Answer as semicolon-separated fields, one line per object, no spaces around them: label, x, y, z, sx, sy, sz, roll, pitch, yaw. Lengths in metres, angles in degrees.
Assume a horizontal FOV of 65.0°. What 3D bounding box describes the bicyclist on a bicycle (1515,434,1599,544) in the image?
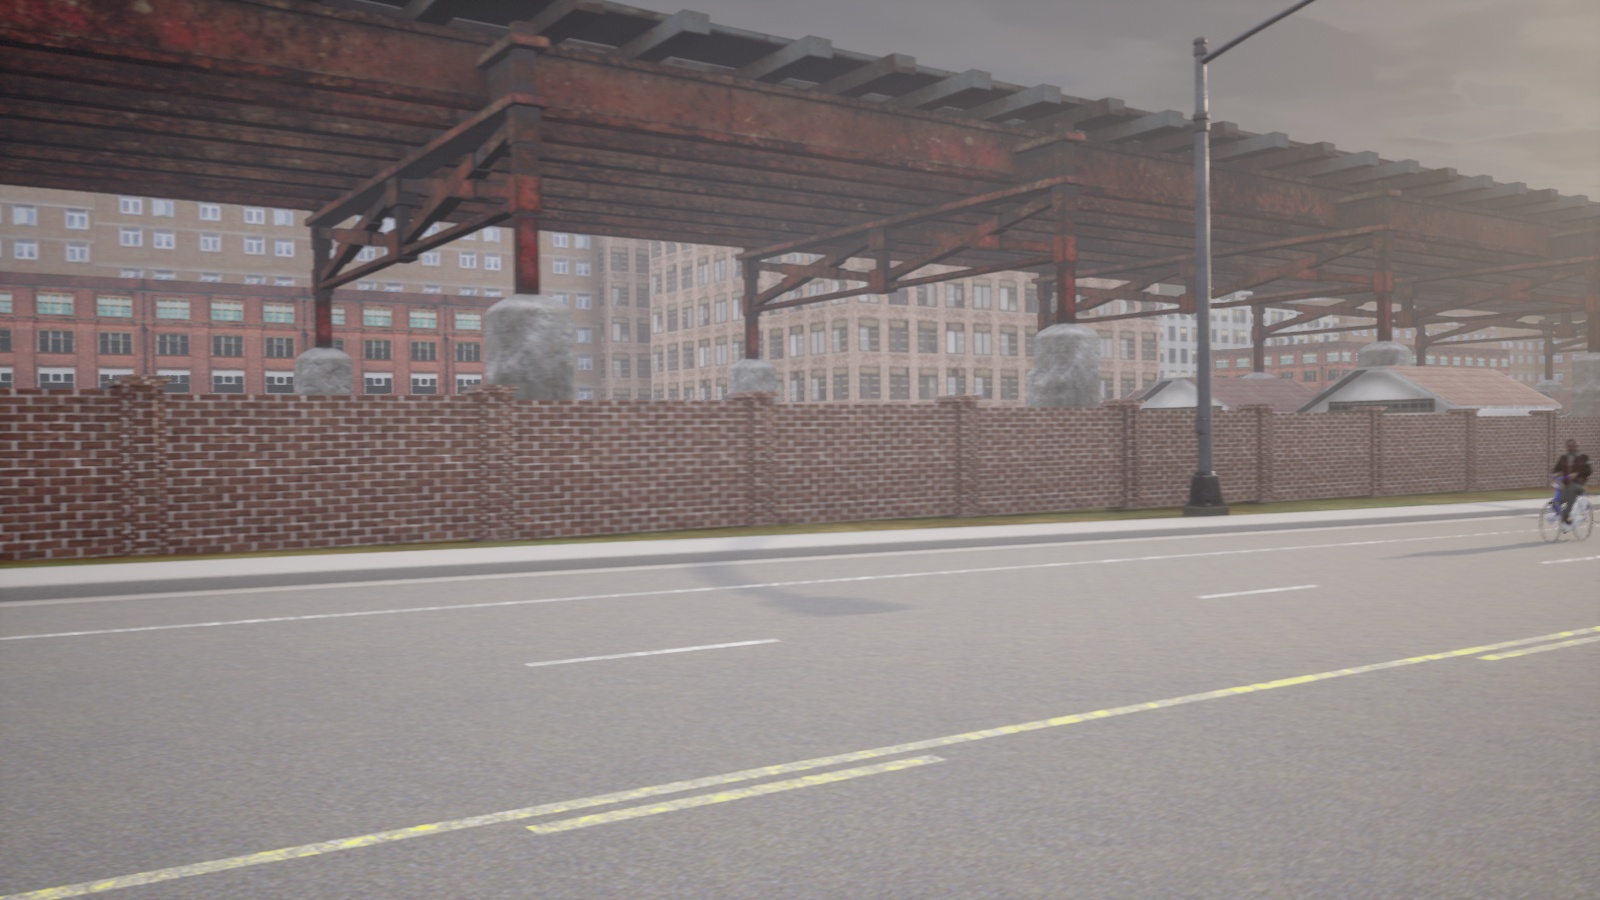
bicyclist on a bicycle;12.824;0.631;21.113;1.843;1.776;0.659;0;0;-35
